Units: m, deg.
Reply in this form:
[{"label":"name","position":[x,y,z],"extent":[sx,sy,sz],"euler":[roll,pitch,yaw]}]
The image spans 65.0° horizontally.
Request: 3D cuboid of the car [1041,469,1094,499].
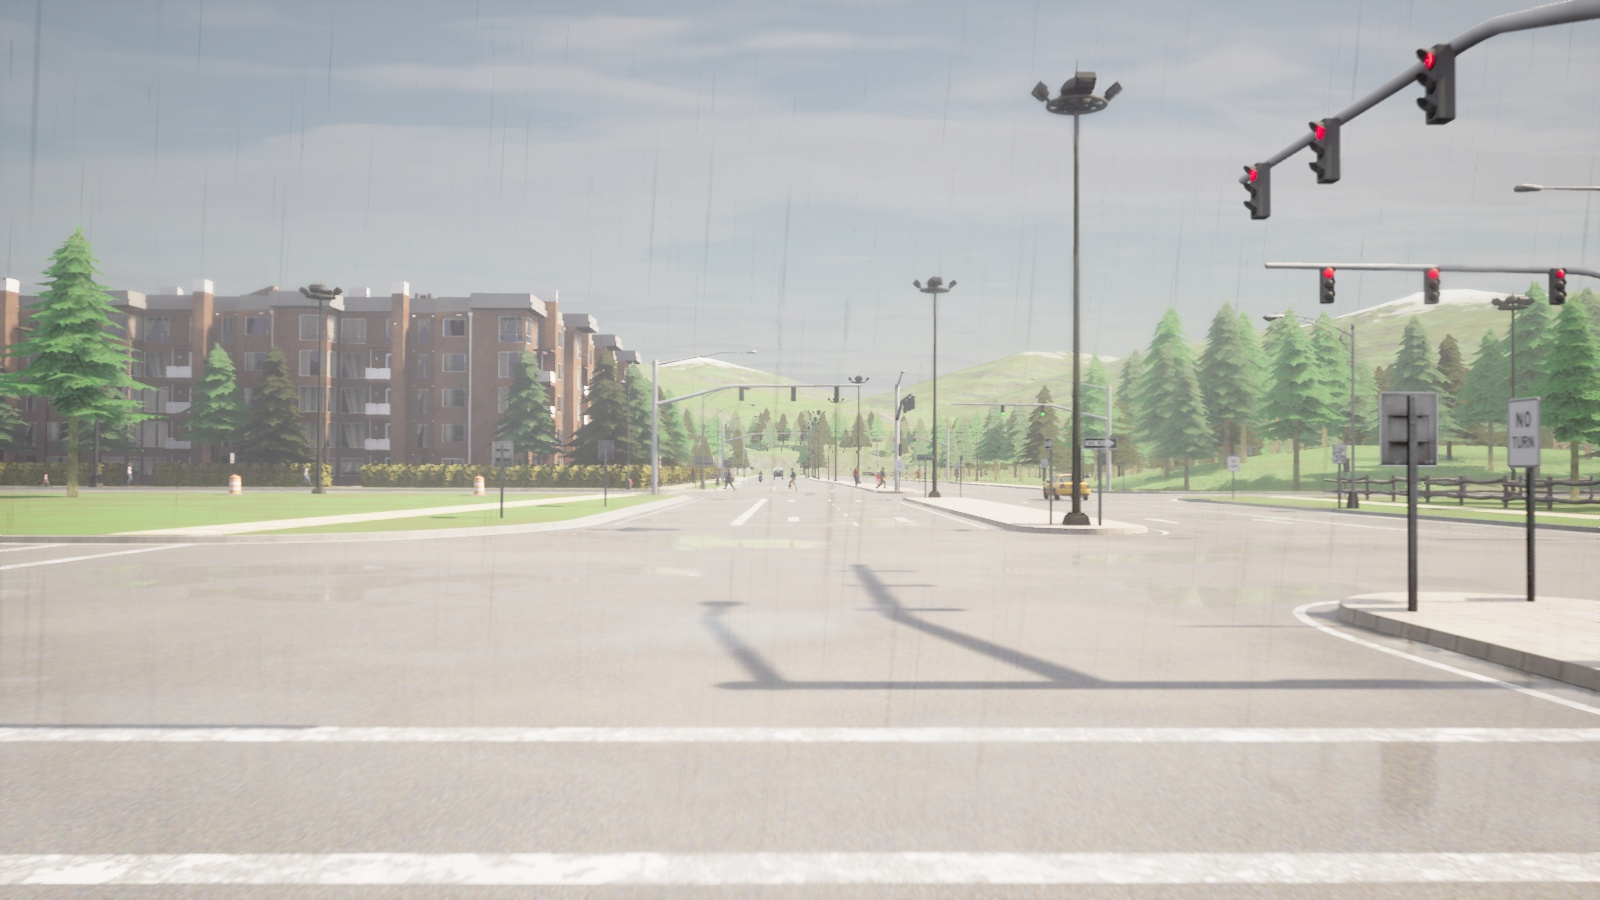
[{"label":"car","position":[14.830,1.866,69.977],"extent":[1.801,1.575,5.366],"euler":[0,-1,0]}]
